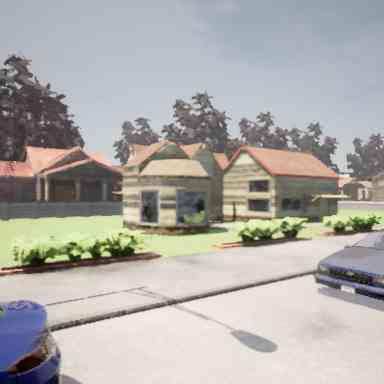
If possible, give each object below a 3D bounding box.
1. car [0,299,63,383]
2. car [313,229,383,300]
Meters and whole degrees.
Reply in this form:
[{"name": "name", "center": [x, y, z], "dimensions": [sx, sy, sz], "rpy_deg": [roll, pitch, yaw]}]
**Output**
[{"name": "car", "center": [-3.353, 1.508, 2.200], "dimensions": [4.674, 1.442, 1.812], "rpy_deg": [1, -1, -35]}, {"name": "car", "center": [5.407, 1.648, 8.421], "dimensions": [5.357, 1.411, 2.033], "rpy_deg": [1, 0, -35]}]
